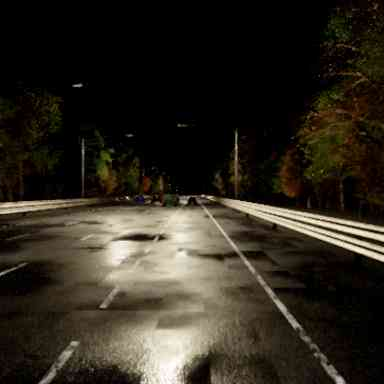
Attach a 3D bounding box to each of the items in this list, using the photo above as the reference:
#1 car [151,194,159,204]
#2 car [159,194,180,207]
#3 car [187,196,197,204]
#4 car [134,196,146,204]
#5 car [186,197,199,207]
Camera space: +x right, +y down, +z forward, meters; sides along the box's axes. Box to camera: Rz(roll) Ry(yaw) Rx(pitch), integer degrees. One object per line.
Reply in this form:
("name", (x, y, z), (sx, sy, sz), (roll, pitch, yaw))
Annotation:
("car", (-6.870, 1.352, 67.033), (2.150, 2.045, 5.566), (0, 0, 1))
("car", (-3.439, 1.322, 52.869), (2.150, 2.045, 5.566), (0, 0, 0))
("car", (0.079, 1.686, 70.593), (2.033, 1.411, 5.357), (0, 0, 0))
("car", (-10.396, 1.604, 67.108), (1.882, 1.535, 5.008), (0, 0, 0))
("car", (0.061, 1.631, 53.251), (1.812, 1.442, 4.674), (0, 0, 0))
